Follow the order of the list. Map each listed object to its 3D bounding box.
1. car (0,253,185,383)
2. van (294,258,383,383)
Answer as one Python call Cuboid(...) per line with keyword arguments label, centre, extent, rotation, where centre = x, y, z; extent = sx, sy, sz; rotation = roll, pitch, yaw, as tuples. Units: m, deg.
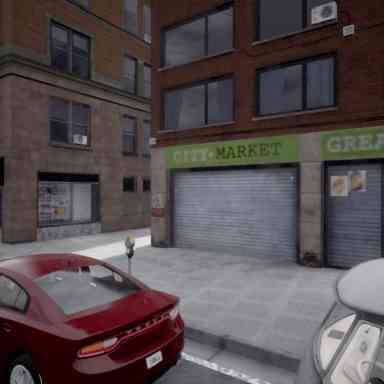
Cuboid(label="car", centre=(-2.192, 1.544, 4.639), extent=(4.507, 1.381, 1.887), rotation=(0, 0, 35))
Cuboid(label="van", centre=(2.417, 1.341, 1.352), extent=(3.998, 1.788, 1.690), rotation=(0, 0, 35))
